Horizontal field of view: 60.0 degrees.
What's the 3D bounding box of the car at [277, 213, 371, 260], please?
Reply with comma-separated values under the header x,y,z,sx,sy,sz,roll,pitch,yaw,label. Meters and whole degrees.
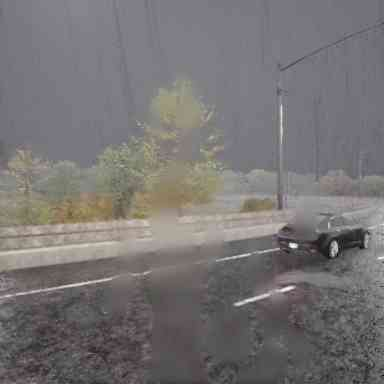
x,y,z,sx,sy,sz,roll,pitch,yaw,label
5.204,1.559,12.810,4.892,1.490,1.837,0,0,-42,car
